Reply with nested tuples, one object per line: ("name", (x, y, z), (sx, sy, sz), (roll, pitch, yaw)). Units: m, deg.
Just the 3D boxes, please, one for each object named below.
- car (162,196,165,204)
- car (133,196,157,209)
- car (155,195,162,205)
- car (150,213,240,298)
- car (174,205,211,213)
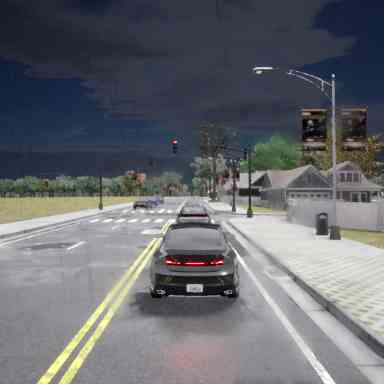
("car", (-6.604, 1.356, 65.692), (2.097, 1.767, 4.553), (0, 0, 0))
("car", (-6.622, 1.556, 45.537), (2.033, 1.411, 5.357), (0, 0, 4))
("car", (-6.643, 1.482, 55.388), (1.882, 1.535, 5.008), (0, 0, 0))
("car", (0.075, 1.510, 8.500), (1.837, 1.490, 4.892), (0, 0, 1))
("car", (0.055, 1.501, 18.770), (2.128, 1.511, 4.902), (0, 0, -2))
